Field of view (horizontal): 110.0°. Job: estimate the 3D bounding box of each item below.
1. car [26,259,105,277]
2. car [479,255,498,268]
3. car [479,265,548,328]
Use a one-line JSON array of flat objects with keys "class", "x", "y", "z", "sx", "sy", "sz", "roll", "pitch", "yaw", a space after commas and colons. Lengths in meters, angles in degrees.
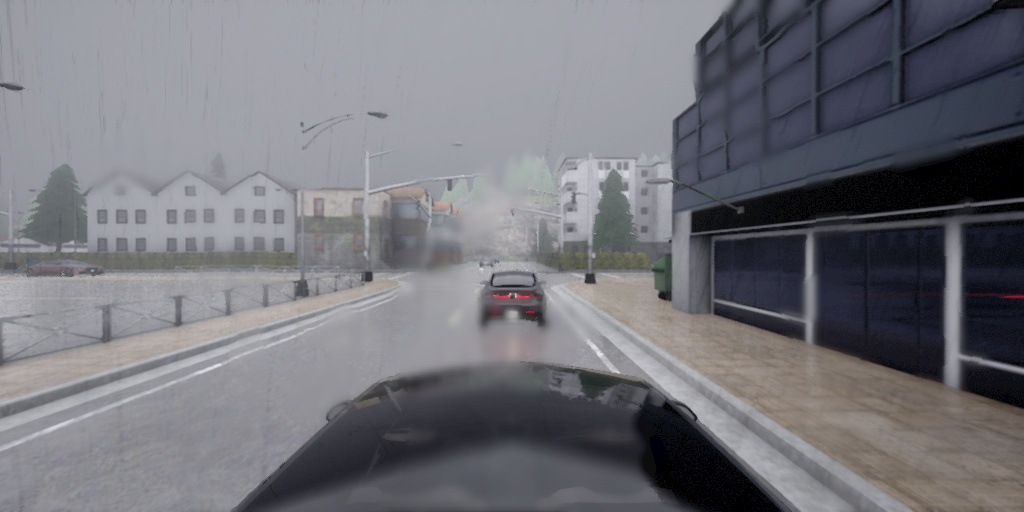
[{"class": "car", "x": -33.915, "y": 0.925, "z": 27.310, "sx": 4.181, "sy": 1.385, "sz": 1.994, "roll": 0, "pitch": 0, "yaw": 0}, {"class": "car", "x": -3.565, "y": 0.834, "z": 50.727, "sx": 2.128, "sy": 1.511, "sz": 4.902, "roll": 0, "pitch": 0, "yaw": 0}, {"class": "car", "x": 0.057, "y": 1.176, "z": 11.128, "sx": 1.837, "sy": 1.490, "sz": 4.892, "roll": 0, "pitch": 0, "yaw": 1}]
